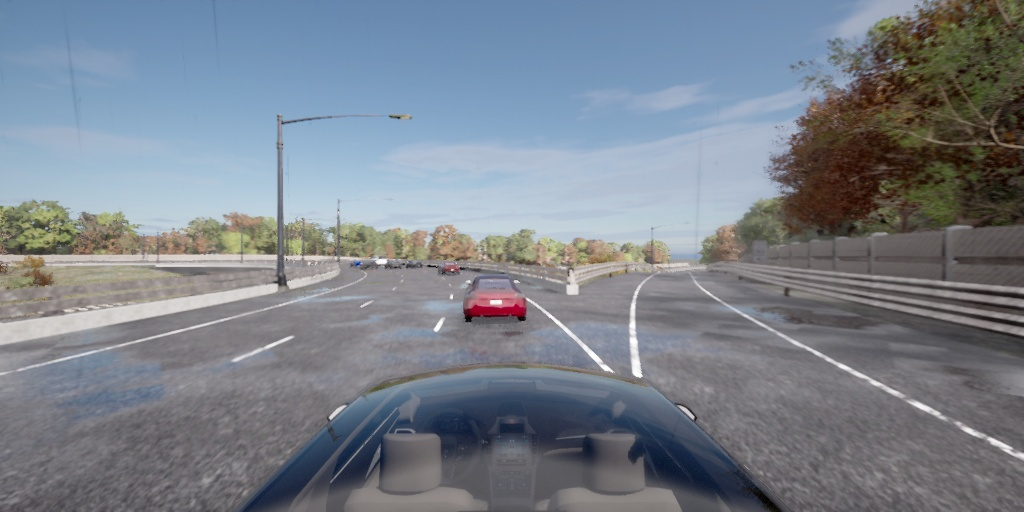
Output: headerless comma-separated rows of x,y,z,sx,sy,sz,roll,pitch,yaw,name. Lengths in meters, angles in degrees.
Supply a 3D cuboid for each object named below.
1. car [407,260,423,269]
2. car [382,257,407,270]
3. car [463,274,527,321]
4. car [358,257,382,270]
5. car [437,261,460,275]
-16.249,1.371,59.681,1.812,1.442,4.674,0,0,-33,car
-19.010,1.352,57.517,2.128,1.511,4.902,0,0,-33,car
-0.672,1.327,12.558,1.994,1.385,4.181,0,0,-6,car
-22.344,1.384,56.239,1.837,1.490,4.892,0,0,-33,car
-7.179,1.327,40.528,1.812,1.442,4.674,0,0,-20,car
